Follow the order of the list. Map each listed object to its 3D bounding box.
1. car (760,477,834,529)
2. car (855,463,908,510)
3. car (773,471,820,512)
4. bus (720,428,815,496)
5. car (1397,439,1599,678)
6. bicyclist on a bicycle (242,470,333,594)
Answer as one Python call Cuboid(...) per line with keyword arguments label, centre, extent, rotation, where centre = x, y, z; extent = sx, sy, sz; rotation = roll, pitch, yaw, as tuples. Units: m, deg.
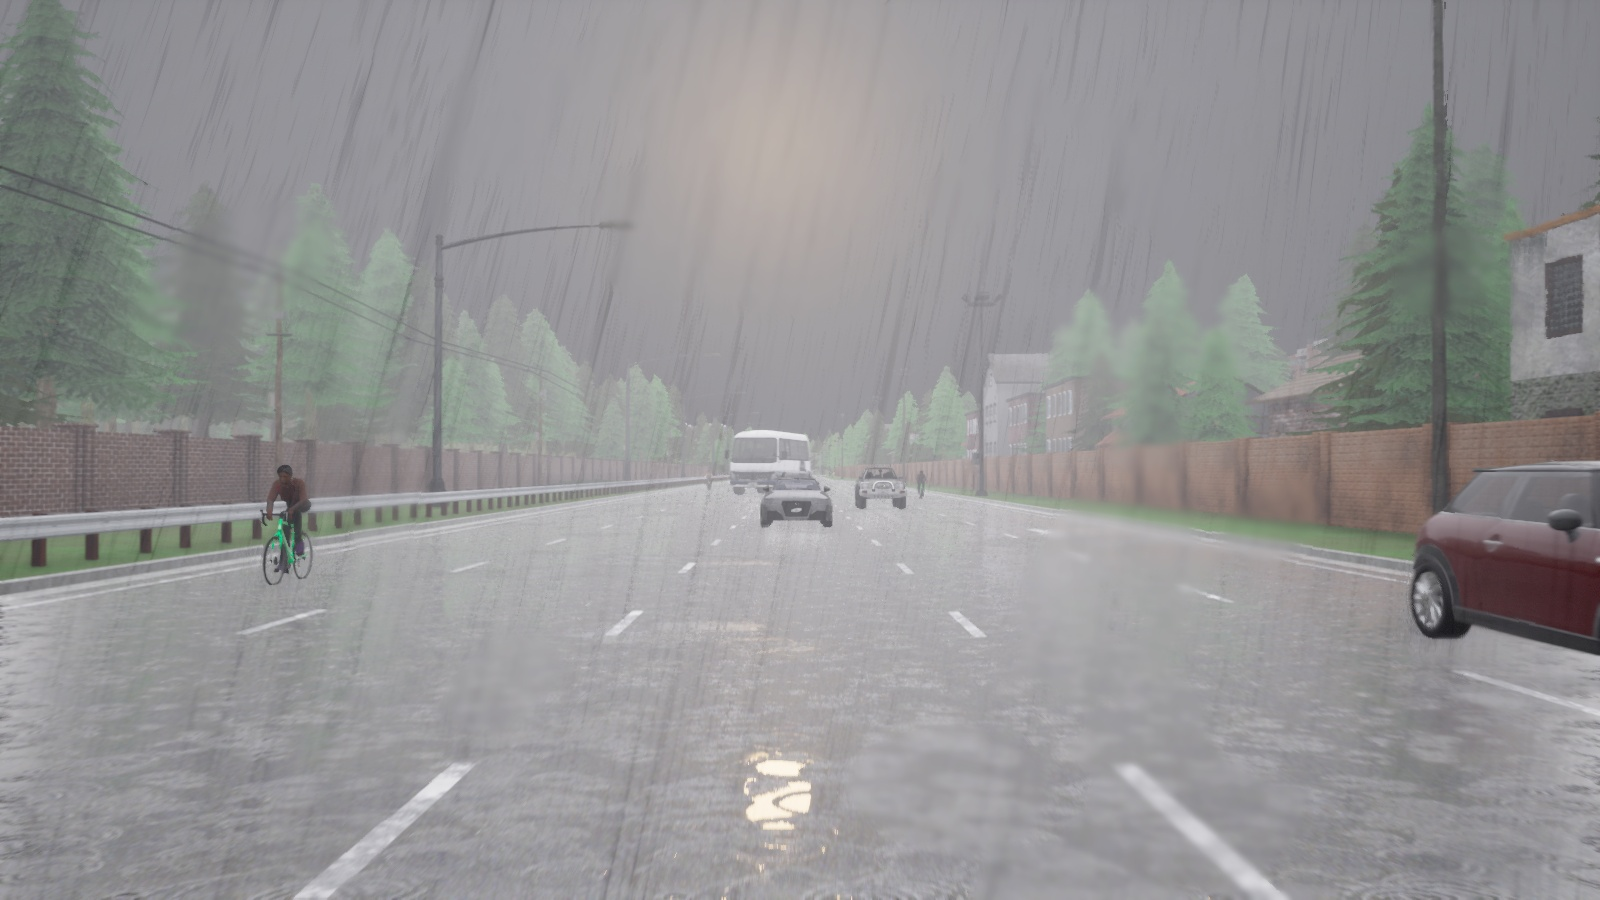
Cuboid(label="car", centre=(-0.089, 1.482, 36.007), extent=(1.994, 1.385, 4.181), rotation=(0, -1, 0))
Cuboid(label="car", centre=(3.369, 1.501, 52.766), extent=(1.932, 1.855, 4.605), rotation=(0, -1, 0))
Cuboid(label="car", centre=(-0.122, 1.623, 49.565), extent=(1.789, 1.549, 3.705), rotation=(0, -1, 0))
Cuboid(label="bus", centre=(-2.033, 0.861, 84.500), extent=(3.944, 4.253, 10.273), rotation=(0, -1, 13))
Cuboid(label="car", centre=(6.974, 0.815, 10.148), extent=(2.097, 1.767, 4.553), rotation=(0, -1, 0))
Cuboid(label="bicyclist on a bicycle", centre=(-7.043, 1.086, 17.332), extent=(0.582, 1.620, 1.656), rotation=(0, -1, 0))
